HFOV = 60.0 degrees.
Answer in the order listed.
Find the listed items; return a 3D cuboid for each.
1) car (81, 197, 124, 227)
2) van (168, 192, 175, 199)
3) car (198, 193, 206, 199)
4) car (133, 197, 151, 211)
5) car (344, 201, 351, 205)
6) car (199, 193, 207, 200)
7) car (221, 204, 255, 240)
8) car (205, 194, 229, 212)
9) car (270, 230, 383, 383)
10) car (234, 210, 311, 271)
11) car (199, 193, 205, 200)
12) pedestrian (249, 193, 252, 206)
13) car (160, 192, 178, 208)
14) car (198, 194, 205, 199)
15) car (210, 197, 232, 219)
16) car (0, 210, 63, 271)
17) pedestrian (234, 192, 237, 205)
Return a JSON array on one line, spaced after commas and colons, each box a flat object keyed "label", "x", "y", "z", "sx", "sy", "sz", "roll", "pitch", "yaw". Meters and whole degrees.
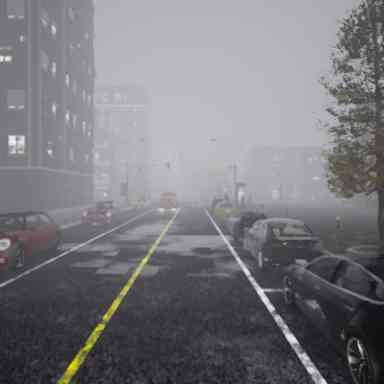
[{"label": "car", "x": -5.687, "y": 1.320, "z": 21.530, "sx": 1.967, "sy": 1.590, "sz": 4.097, "roll": 0, "pitch": 0, "yaw": 0}, {"label": "van", "x": -5.678, "y": 0.887, "z": 93.191, "sx": 1.690, "sy": 1.788, "sz": 3.998, "roll": 0, "pitch": 0, "yaw": 0}, {"label": "car", "x": 2.702, "y": 1.007, "z": 87.491, "sx": 1.967, "sy": 1.590, "sz": 4.097, "roll": 0, "pitch": 0, "yaw": 0}, {"label": "car", "x": -5.685, "y": 1.315, "z": 37.979, "sx": 1.752, "sy": 1.417, "sz": 4.829, "roll": 0, "pitch": 0, "yaw": 0}, {"label": "car", "x": 26.159, "y": 1.379, "z": 52.634, "sx": 4.507, "sy": 1.381, "sz": 1.887, "roll": 0, "pitch": 0, "yaw": 0}, {"label": "car", "x": 2.702, "y": 1.029, "z": 81.795, "sx": 1.967, "sy": 1.590, "sz": 4.097, "roll": 0, "pitch": 0, "yaw": 0}, {"label": "car", "x": 2.693, "y": 1.476, "z": 15.989, "sx": 1.947, "sy": 1.339, "sz": 4.313, "roll": 0, "pitch": 0, "yaw": 0}, {"label": "car", "x": 2.696, "y": 1.134, "z": 32.607, "sx": 2.192, "sy": 1.841, "sz": 5.009, "roll": 0, "pitch": 0, "yaw": 0}, {"label": "car", "x": 2.691, "y": 1.537, "z": 4.912, "sx": 1.947, "sy": 1.339, "sz": 4.313, "roll": 0, "pitch": 0, "yaw": 0}, {"label": "car", "x": 2.692, "y": 1.491, "z": 10.449, "sx": 2.008, "sy": 1.369, "sz": 4.403, "roll": 0, "pitch": 0, "yaw": 0}, {"label": "car", "x": 2.701, "y": 1.162, "z": 76.098, "sx": 2.008, "sy": 1.369, "sz": 4.403, "roll": 0, "pitch": 0, "yaw": 0}, {"label": "pedestrian", "x": 8.142, "y": 0.992, "z": 46.550, "sx": 0.375, "sy": 1.860, "sz": 0.375, "roll": 0, "pitch": 0, "yaw": 0}, {"label": "car", "x": -2.999, "y": 0.981, "z": 44.078, "sx": 2.150, "sy": 2.045, "sz": 5.566, "roll": 0, "pitch": 0, "yaw": 0}, {"label": "car", "x": 2.703, "y": 1.128, "z": 93.189, "sx": 1.802, "sy": 1.307, "sz": 4.206, "roll": 0, "pitch": 0, "yaw": 0}, {"label": "car", "x": 2.695, "y": 1.374, "z": 27.238, "sx": 1.752, "sy": 1.417, "sz": 4.829, "roll": 0, "pitch": 0, "yaw": 0}, {"label": "car", "x": -5.689, "y": 1.381, "z": 10.451, "sx": 1.967, "sy": 1.590, "sz": 4.097, "roll": 0, "pitch": 0, "yaw": 0}, {"label": "pedestrian", "x": 6.142, "y": 0.881, "z": 47.149, "sx": 0.375, "sy": 1.860, "sz": 0.375, "roll": 0, "pitch": 0, "yaw": 0}]
